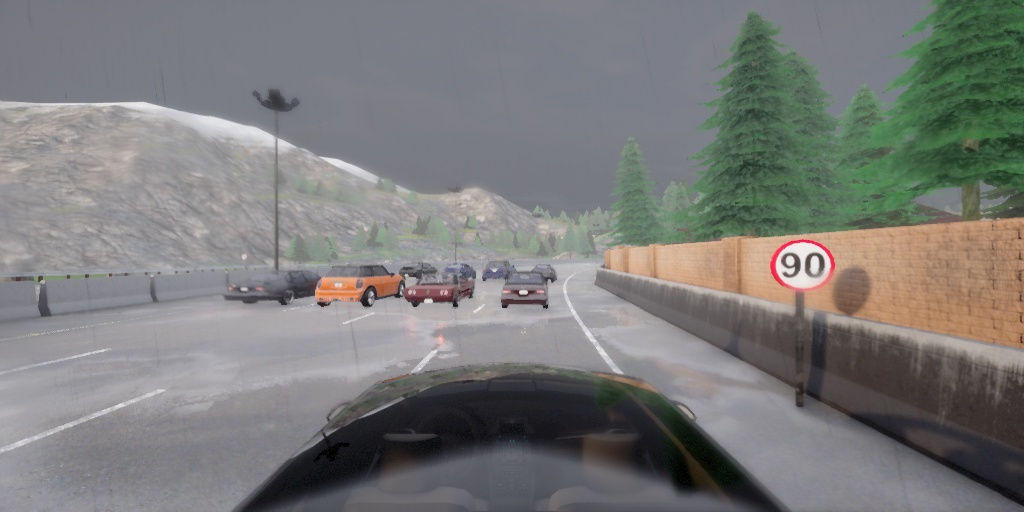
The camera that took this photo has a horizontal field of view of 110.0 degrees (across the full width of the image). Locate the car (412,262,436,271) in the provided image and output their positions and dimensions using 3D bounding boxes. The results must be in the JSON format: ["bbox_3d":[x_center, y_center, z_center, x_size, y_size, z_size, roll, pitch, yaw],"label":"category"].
[{"bbox_3d":[-7.791,1.267,30.348,1.837,1.490,4.892,0,0,11],"label":"car"}]

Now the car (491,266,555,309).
[{"bbox_3d":[0.633,1.313,15.006,2.033,1.411,5.357,0,0,5],"label":"car"}]

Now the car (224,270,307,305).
[{"bbox_3d":[-9.821,1.313,15.987,2.033,1.411,5.357,0,0,5],"label":"car"}]

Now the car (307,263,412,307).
[{"bbox_3d":[-6.339,1.116,15.630,2.097,1.767,4.553,0,0,5],"label":"car"}]

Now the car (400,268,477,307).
[{"bbox_3d":[-2.849,1.367,15.363,1.895,1.301,4.718,0,0,5],"label":"car"}]

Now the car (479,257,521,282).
[{"bbox_3d":[-0.919,1.116,29.015,2.097,1.767,4.553,0,0,11],"label":"car"}]

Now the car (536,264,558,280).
[{"bbox_3d":[2.525,1.323,28.393,1.994,1.385,4.181,0,0,11],"label":"car"}]

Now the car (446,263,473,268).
[{"bbox_3d":[-4.352,1.283,29.696,1.812,1.442,4.674,0,0,11],"label":"car"}]
